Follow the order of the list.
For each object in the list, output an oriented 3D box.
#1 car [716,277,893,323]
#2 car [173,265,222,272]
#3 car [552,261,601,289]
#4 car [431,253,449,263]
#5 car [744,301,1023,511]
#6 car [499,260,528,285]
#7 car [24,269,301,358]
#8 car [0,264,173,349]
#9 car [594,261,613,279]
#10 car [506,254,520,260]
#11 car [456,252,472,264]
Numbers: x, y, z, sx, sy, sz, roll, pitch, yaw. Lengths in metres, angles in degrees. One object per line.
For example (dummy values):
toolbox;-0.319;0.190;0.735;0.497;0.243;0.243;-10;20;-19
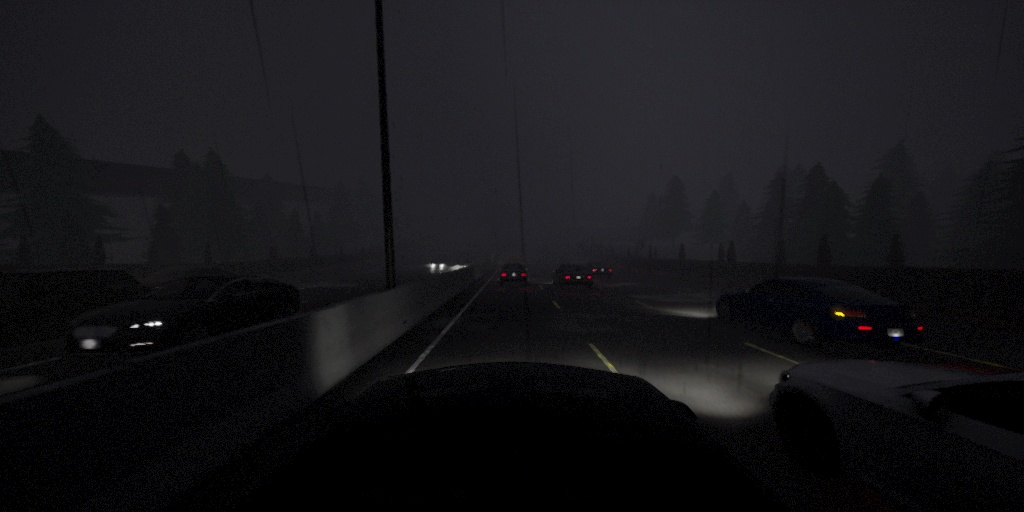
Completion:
car;7.102;1.238;8.937;1.812;1.442;4.674;0;0;0
car;-14.093;1.157;15.465;1.882;1.535;5.008;0;0;0
car;3.607;1.192;21.931;2.033;1.411;5.357;0;0;0
car;-10.485;0.301;52.589;1.994;1.385;4.181;0;5;0
car;3.600;1.275;1.784;1.812;1.442;4.674;0;0;0
car;0.109;1.180;24.384;2.033;1.411;5.357;0;0;0
car;-7.099;1.208;8.479;2.128;1.511;4.902;0;0;0
car;-10.601;1.070;7.737;2.097;1.767;4.553;0;0;0
car;7.110;1.147;30.673;2.033;1.411;5.357;0;0;0
car;0.113;0.515;48.486;1.882;1.535;5.008;0;4;0
car;-6.985;0.248;52.626;2.128;1.511;4.902;0;5;0
